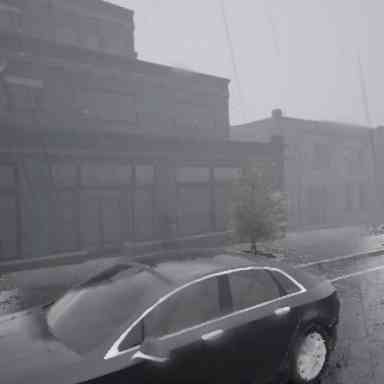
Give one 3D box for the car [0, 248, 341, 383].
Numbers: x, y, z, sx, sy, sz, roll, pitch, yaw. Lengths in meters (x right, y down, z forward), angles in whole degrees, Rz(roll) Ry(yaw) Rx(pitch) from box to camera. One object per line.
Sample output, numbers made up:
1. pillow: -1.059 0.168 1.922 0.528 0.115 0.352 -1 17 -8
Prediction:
1. car: -0.269 1.504 3.762 4.892 1.490 1.837 0 0 -35
